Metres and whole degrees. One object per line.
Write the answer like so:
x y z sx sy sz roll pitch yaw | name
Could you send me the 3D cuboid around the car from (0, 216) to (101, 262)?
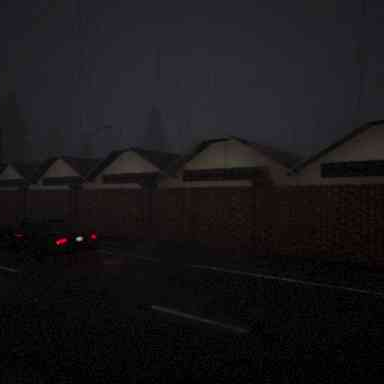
-5.735 1.607 12.374 5.357 1.411 2.033 0 0 36 | car
